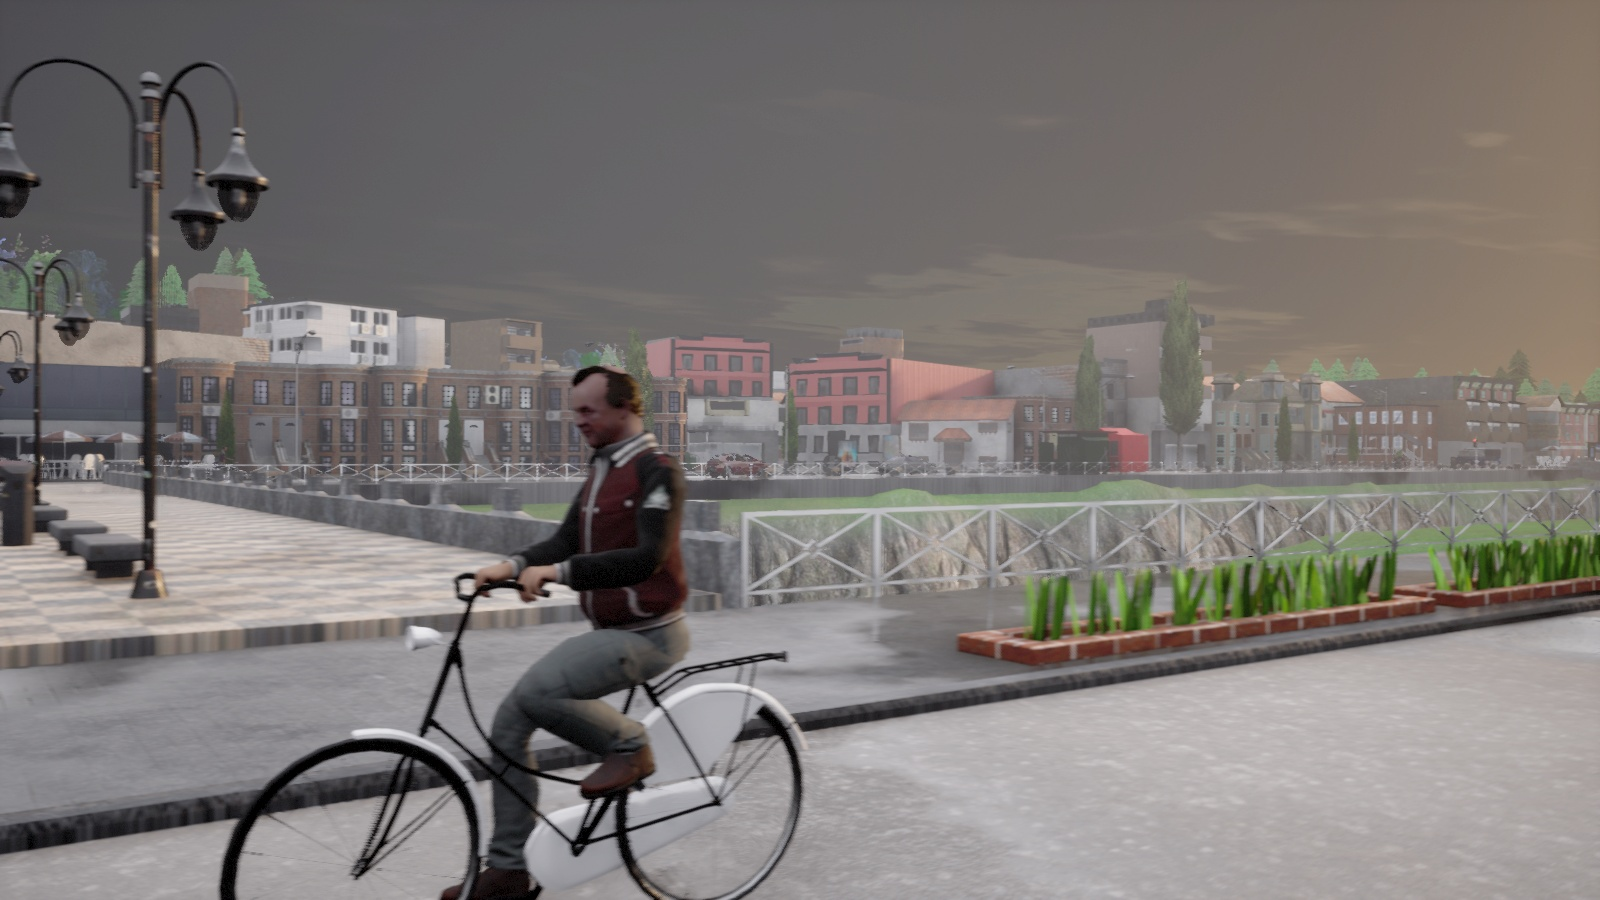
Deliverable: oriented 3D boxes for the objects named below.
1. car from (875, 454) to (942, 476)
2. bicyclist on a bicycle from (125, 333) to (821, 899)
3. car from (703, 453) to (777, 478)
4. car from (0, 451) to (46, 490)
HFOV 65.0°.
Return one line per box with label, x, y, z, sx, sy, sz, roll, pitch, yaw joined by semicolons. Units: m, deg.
car;7.332;1.000;84.540;4.181;1.385;1.994;0;0;-35
bicyclist on a bicycle;-0.881;0.626;3.656;1.843;1.776;0.659;0;0;-35
car;-3.636;0.955;76.902;4.193;1.474;1.816;0;0;-35
car;-35.696;0.884;54.574;4.856;1.649;2.033;0;0;-35
